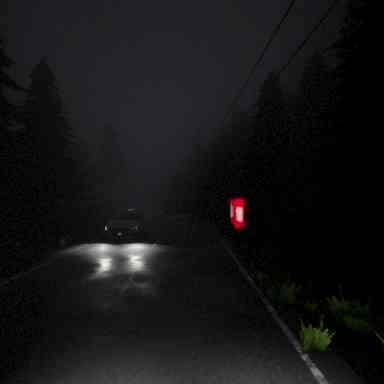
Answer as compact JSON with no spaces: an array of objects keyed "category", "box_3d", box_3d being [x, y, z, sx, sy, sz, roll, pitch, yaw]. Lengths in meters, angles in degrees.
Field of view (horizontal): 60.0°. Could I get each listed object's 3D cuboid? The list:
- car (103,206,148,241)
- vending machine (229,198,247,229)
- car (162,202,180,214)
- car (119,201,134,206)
[{"category":"car","box_3d":[-3.467,1.722,17.961,1.812,1.442,4.674,0,-1,-1]},{"category":"vending machine","box_3d":[3.170,1.438,22.949,1.100,2.100,0.880,0,-1,-2]},{"category":"car","box_3d":[-2.677,1.939,41.679,2.128,1.511,4.902,0,-1,-12]},{"category":"car","box_3d":[-11.555,2.200,58.393,1.994,1.385,4.181,0,-1,-22]}]
